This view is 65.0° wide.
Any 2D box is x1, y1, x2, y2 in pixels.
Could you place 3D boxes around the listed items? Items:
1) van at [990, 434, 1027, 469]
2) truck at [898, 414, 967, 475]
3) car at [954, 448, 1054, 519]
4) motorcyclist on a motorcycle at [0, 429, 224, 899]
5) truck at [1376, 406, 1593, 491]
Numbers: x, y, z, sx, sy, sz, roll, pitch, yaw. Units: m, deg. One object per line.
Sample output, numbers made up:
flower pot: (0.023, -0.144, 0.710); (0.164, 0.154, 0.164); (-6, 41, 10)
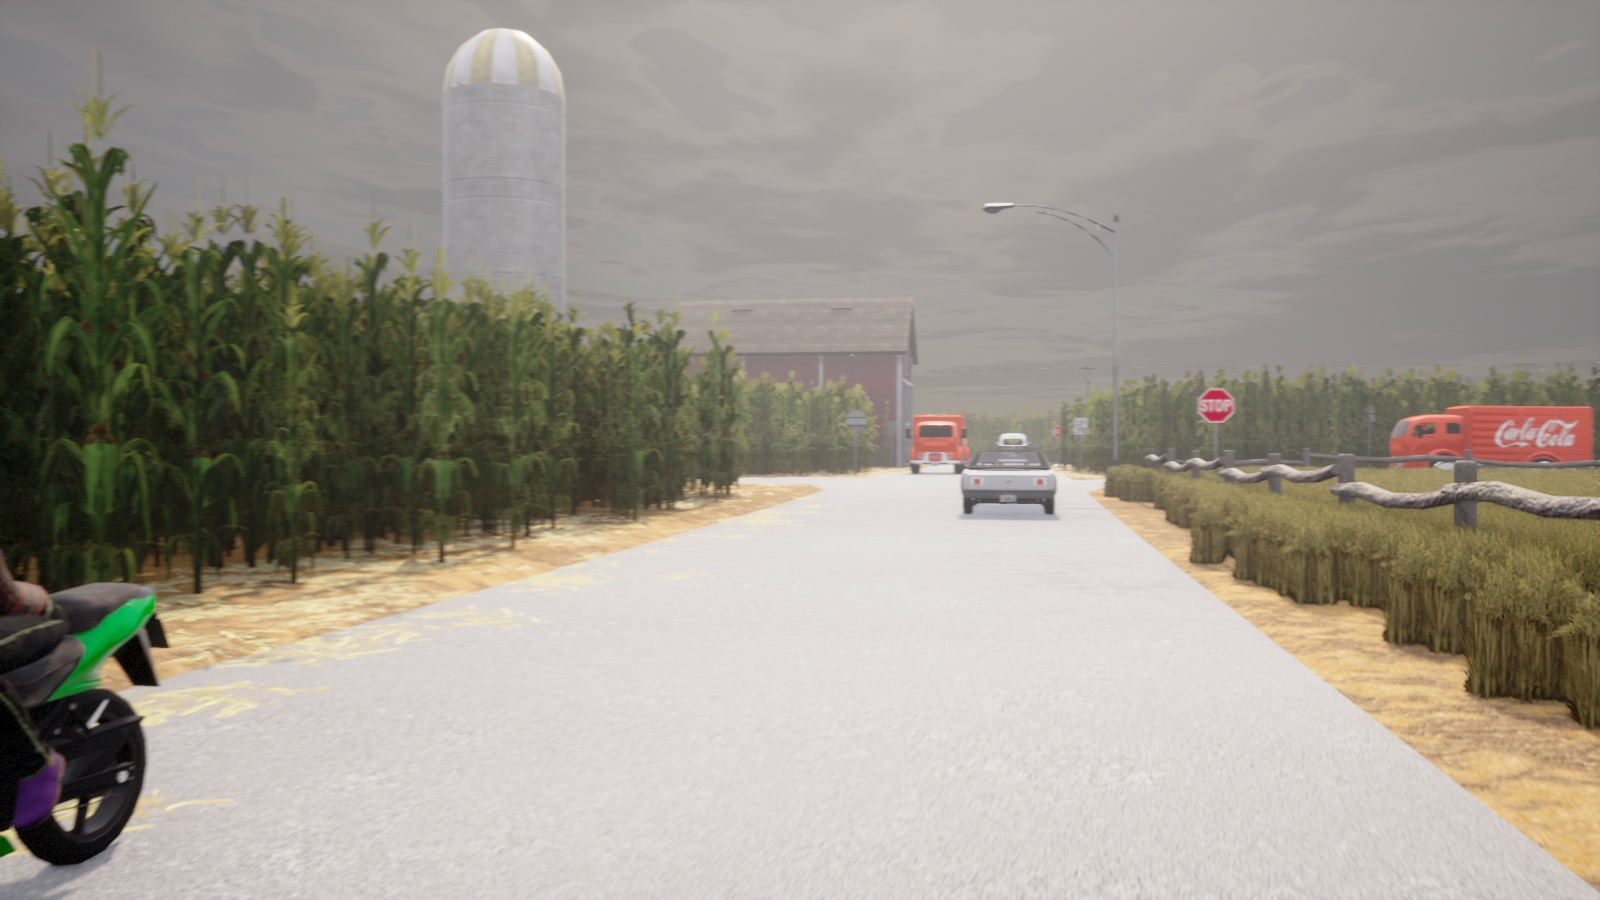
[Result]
van: (12.429, 0.065, 74.893); (2.069, 2.038, 4.480); (0, 0, 9)
truck: (5.765, -0.231, 53.909); (2.627, 2.467, 5.204); (0, 0, 9)
car: (4.293, 0.632, 26.386); (1.895, 1.301, 4.718); (0, 1, 9)
motorcyclist on a motorcycle: (-2.665, 0.701, 3.646); (0.797, 1.523, 2.044); (0, 0, 10)
truck: (20.758, -0.071, 38.355); (5.204, 2.467, 2.627); (1, 0, 10)
